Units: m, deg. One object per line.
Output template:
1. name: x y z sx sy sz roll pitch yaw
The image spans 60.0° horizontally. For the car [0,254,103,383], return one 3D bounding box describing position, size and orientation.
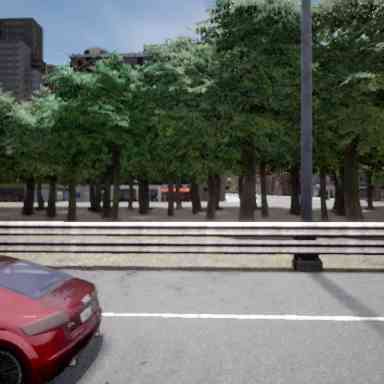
1. car: -3.392 1.580 4.483 4.181 1.385 1.994 0 0 3
